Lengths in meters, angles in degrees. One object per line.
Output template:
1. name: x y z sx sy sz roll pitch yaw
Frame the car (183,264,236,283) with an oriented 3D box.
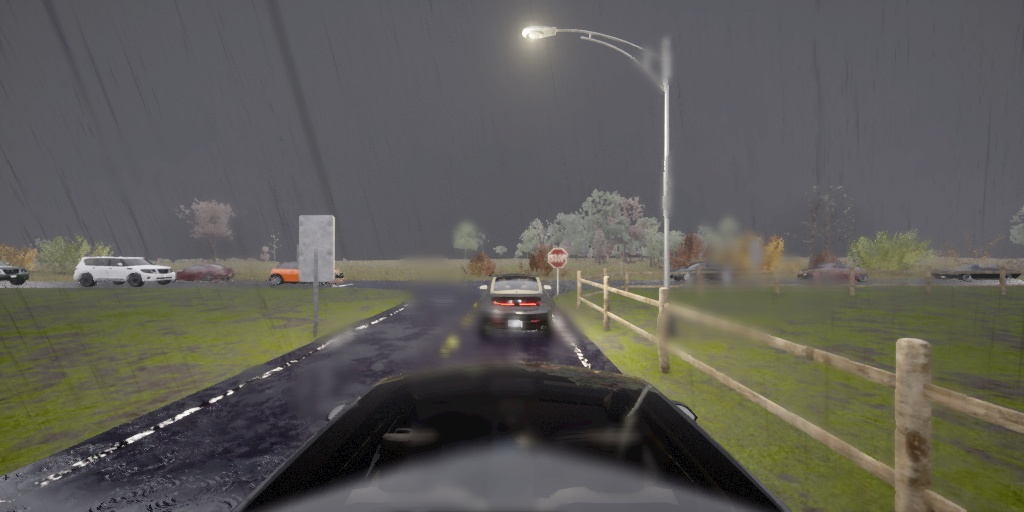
1. car: -24.111 1.337 27.848 4.674 1.442 1.812 0 0 0

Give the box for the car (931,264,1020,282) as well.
1. car: 35.135 1.275 27.342 4.718 1.301 1.895 0 0 1

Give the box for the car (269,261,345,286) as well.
1. car: -14.067 1.137 24.814 4.553 1.767 2.097 0 0 0

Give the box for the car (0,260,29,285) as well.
1. car: -37.527 1.074 25.034 5.566 2.045 2.150 0 0 1

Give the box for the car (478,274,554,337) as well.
1. car: 0.105 1.254 10.304 1.837 1.490 4.892 0 0 0

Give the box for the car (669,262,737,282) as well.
1. car: 14.566 1.214 27.527 4.892 1.490 1.837 0 0 0

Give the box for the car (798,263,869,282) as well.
1. car: 24.510 1.252 27.439 4.181 1.385 1.994 0 0 1

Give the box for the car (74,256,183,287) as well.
1. car: -26.833 1.042 24.924 5.566 2.045 2.150 0 0 1
